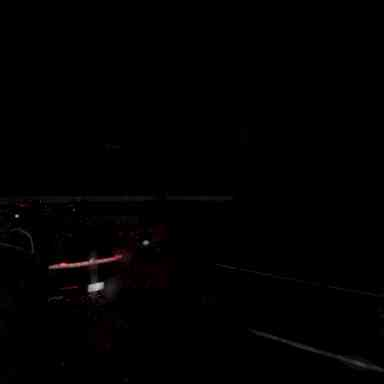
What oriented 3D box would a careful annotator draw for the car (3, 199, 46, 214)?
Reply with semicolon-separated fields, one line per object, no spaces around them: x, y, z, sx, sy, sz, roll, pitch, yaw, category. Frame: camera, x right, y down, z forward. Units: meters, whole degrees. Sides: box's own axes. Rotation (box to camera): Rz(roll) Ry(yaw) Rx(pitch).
-13.628;1.501;27.132;1.895;1.301;4.718;0;0;-13;car

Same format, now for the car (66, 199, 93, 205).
-10.813;1.420;32.081;2.128;1.511;4.902;0;0;-7;car

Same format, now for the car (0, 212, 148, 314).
-3.395;1.469;7.698;2.128;1.511;4.902;0;0;-44;car

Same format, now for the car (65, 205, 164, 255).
-3.036;1.462;12.589;1.882;1.535;5.008;0;0;-39;car
